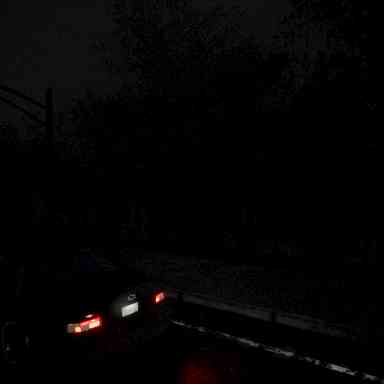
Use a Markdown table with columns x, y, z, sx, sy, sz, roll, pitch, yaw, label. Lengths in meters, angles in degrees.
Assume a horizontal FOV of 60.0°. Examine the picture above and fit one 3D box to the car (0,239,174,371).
| x | y | z | sx | sy | sz | roll | pitch | yaw | label |
| --- | --- | --- | --- | --- | --- | --- | --- | --- | --- |
| -2.834 | 1.547 | 5.712 | 5.357 | 1.411 | 2.033 | 0 | 0 | 36 | car |
